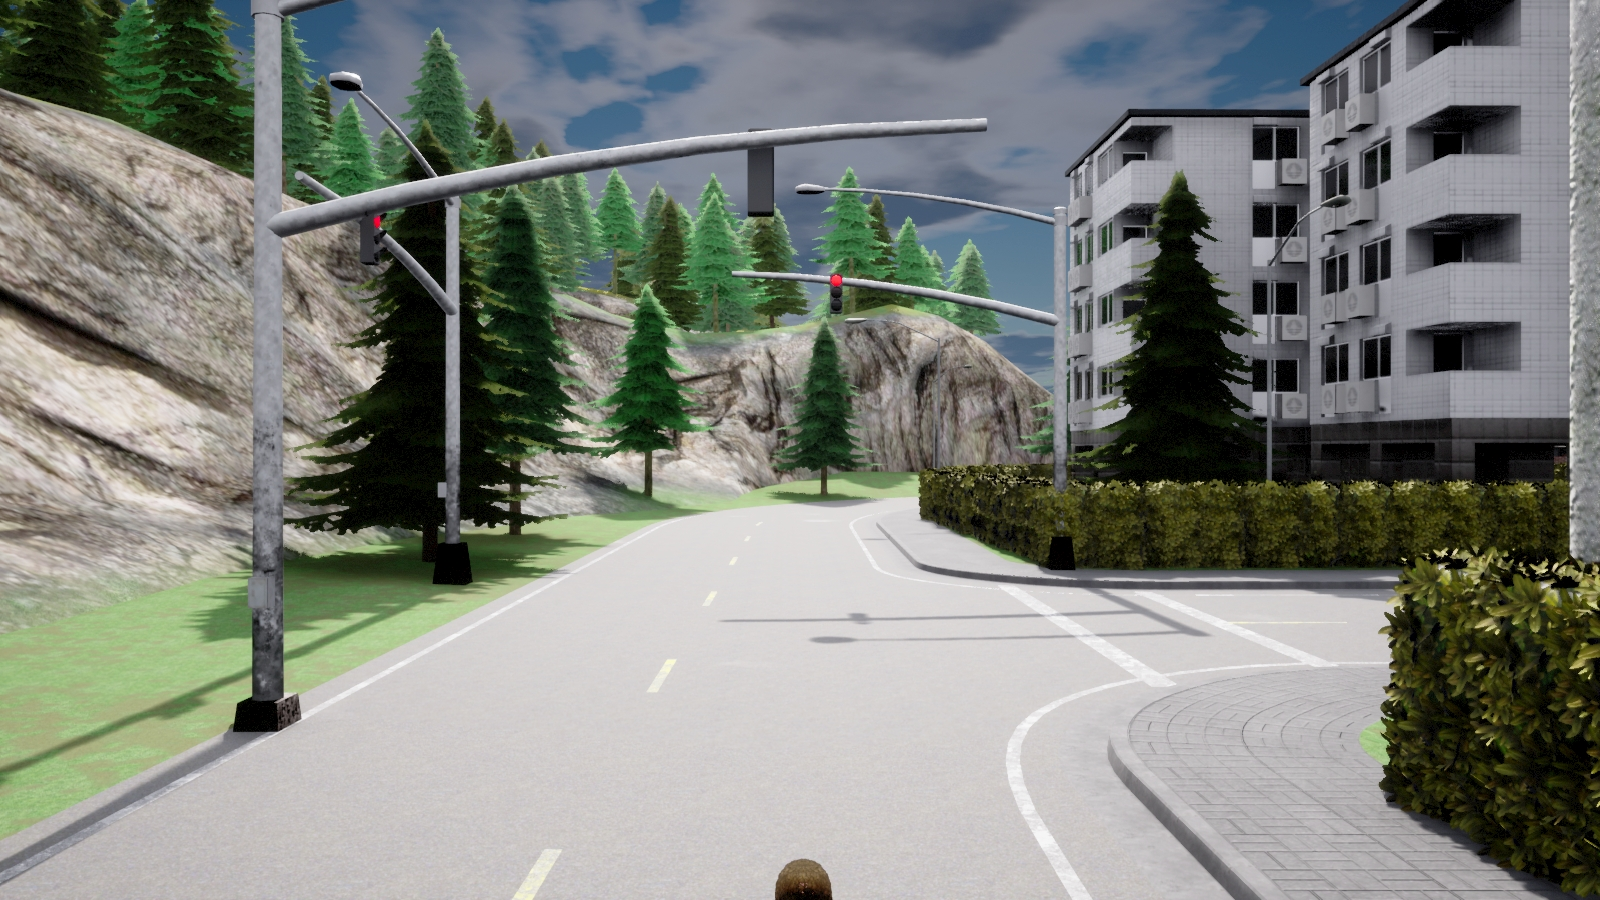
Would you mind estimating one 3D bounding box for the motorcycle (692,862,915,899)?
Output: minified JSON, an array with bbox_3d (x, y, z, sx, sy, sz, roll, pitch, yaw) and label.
[{"bbox_3d":[0.010,2.193,3.477,0.803,1.145,2.033,0,0,0],"label":"motorcycle"}]
